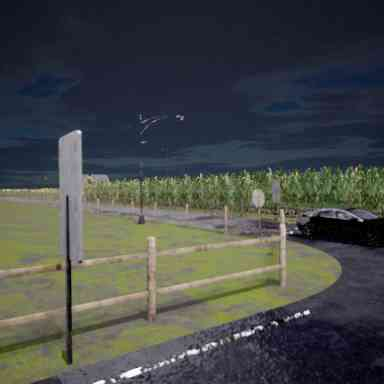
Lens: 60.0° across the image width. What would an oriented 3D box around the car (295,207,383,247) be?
[{"bbox_3d":[7.026,1.445,14.927,2.128,1.511,4.902,-1,1,-37],"label":"car"}]
